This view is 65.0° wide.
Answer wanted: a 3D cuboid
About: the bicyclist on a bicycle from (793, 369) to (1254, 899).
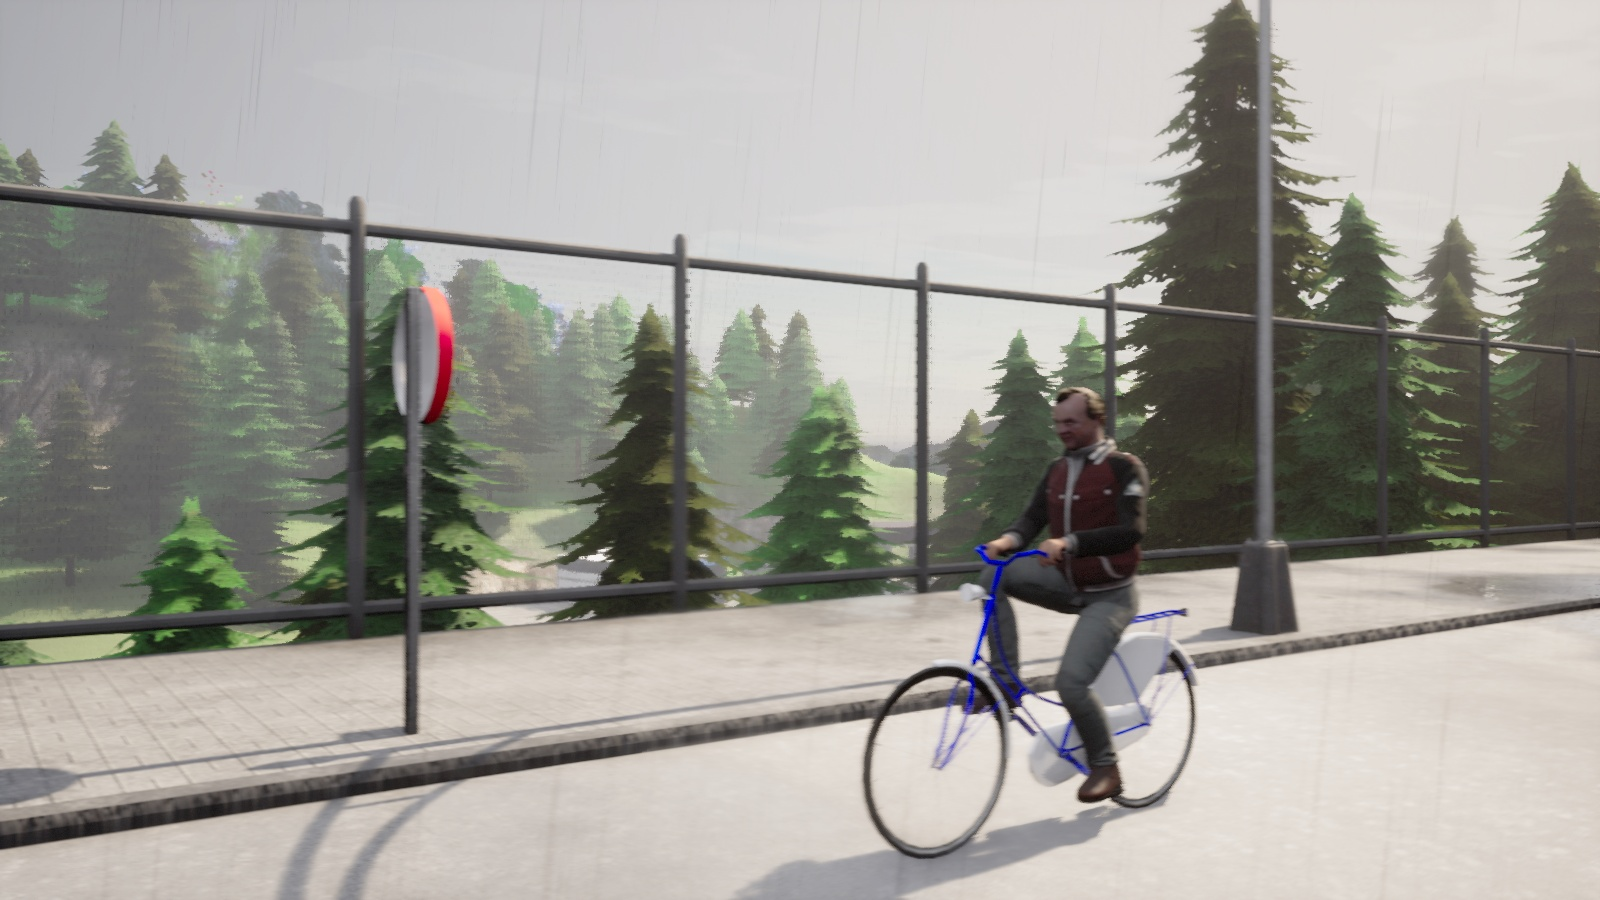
[{"bbox_3d":[0.918,0.626,4.905,1.843,1.776,0.659,0,0,-35],"label":"bicyclist on a bicycle"}]
